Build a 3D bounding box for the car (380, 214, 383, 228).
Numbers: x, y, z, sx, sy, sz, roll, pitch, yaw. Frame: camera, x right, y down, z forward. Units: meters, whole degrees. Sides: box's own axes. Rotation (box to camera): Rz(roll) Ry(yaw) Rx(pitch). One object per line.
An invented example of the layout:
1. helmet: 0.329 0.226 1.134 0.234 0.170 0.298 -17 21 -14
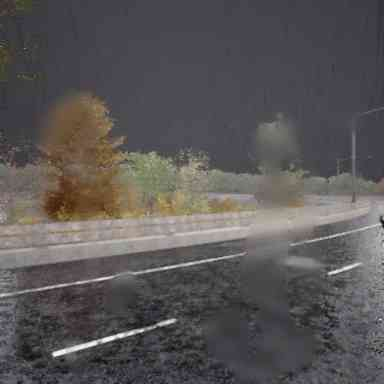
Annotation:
1. car: 13.578 1.616 21.289 1.895 1.301 4.718 0 0 41
